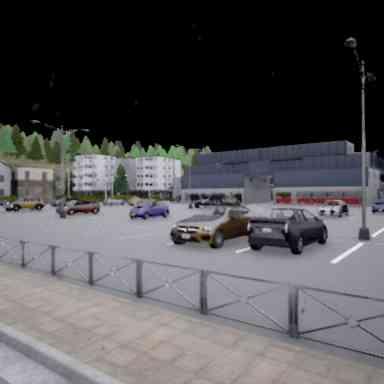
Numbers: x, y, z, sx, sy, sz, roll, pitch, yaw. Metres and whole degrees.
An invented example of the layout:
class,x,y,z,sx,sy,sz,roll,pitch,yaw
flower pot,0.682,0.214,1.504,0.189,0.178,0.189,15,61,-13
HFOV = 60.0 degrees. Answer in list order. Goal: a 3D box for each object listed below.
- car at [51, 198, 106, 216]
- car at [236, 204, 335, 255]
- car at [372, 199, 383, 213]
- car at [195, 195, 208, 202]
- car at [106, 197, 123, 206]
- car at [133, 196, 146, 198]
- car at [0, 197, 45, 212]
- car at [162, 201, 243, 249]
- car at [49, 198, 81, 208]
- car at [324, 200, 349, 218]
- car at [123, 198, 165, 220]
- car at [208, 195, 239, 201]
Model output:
class,x,y,z,sx,sy,sz,roll,pitch,yaw
car,-11.588,1.583,34.057,2.007,1.523,4.514,-1,0,37
car,3.805,1.388,12.950,2.007,1.523,4.514,-1,0,37
car,19.407,1.433,33.791,1.845,1.501,3.633,-1,0,37
car,2.042,1.337,46.456,1.905,1.878,3.866,-1,0,37
car,-13.526,1.672,57.714,1.970,1.475,3.806,-1,0,37
car,-8.197,1.533,54.126,2.152,1.636,5.027,-1,0,37
car,-21.132,1.499,42.096,1.932,1.855,4.605,-1,0,37
car,1.263,1.408,14.788,2.152,1.636,5.027,-1,0,37
car,-20.683,1.769,54.268,2.007,1.523,4.514,-1,0,37
car,12.573,1.468,29.639,1.970,1.475,3.806,-1,0,37
car,-3.616,1.511,28.032,1.845,1.501,3.633,-1,0,37
car,4.615,1.331,45.044,1.932,1.855,4.605,-1,0,37
